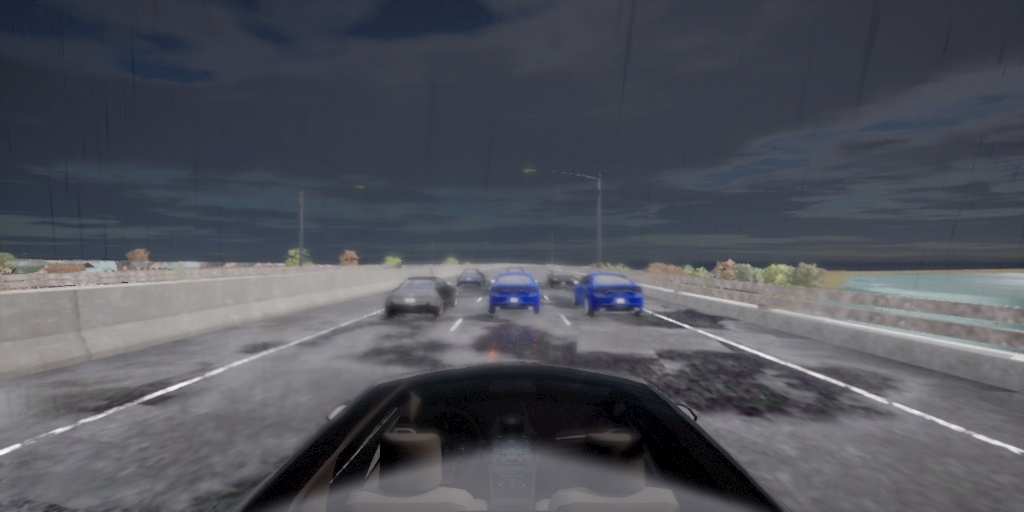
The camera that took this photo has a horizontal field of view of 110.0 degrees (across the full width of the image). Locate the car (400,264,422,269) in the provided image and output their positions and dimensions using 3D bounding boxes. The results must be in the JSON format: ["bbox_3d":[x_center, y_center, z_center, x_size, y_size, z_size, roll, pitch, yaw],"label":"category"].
[{"bbox_3d":[-16.506,2.151,60.462,2.128,1.511,4.902,0,-1,3],"label":"car"}]

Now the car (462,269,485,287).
[{"bbox_3d":[-3.213,1.711,28.977,1.994,1.385,4.181,0,-1,1],"label":"car"}]

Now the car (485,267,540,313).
[{"bbox_3d":[0.119,1.412,14.969,1.882,1.535,5.008,0,-1,1],"label":"car"}]

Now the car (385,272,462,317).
[{"bbox_3d":[-3.394,1.486,14.063,1.994,1.385,4.181,0,-1,1],"label":"car"}]

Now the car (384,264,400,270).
[{"bbox_3d":[-19.999,2.164,60.599,1.837,1.490,4.892,0,-1,3],"label":"car"}]

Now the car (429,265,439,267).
[{"bbox_3d":[-13.012,2.221,60.374,1.994,1.385,4.181,0,-1,3],"label":"car"}]

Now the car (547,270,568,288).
[{"bbox_3d":[3.764,1.734,28.053,1.895,1.301,4.718,0,-1,1],"label":"car"}]

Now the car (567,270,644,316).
[{"bbox_3d":[3.609,1.403,14.248,1.882,1.535,5.008,0,-2,1],"label":"car"}]
